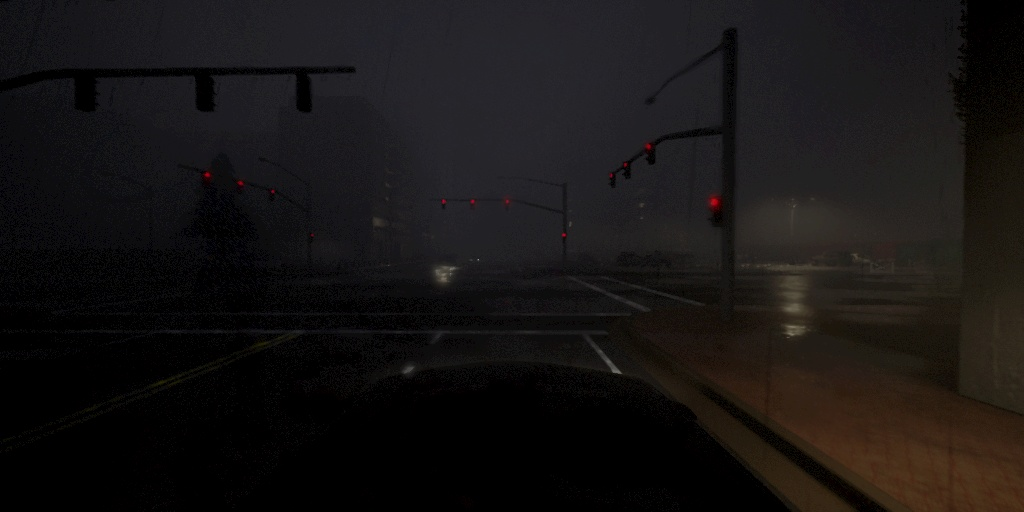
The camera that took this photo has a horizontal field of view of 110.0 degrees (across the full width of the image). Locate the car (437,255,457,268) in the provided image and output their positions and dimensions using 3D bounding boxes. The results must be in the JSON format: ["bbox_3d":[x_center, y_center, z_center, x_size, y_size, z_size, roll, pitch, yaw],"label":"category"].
[{"bbox_3d":[-7.939,0.623,43.962,1.882,1.535,5.008,0,2,0],"label":"car"}]
